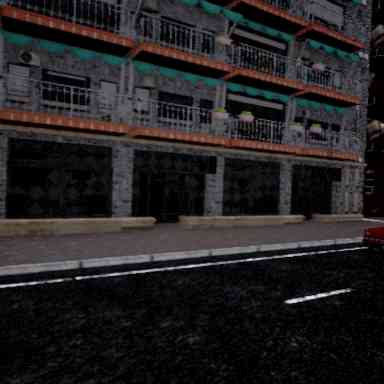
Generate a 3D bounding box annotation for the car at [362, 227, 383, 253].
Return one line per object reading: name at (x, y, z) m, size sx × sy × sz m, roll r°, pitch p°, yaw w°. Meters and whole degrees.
car at (8.403, 1.594, 12.101) m, size 4.718 × 1.301 × 1.895 m, roll 1°, pitch 1°, yaw -29°
